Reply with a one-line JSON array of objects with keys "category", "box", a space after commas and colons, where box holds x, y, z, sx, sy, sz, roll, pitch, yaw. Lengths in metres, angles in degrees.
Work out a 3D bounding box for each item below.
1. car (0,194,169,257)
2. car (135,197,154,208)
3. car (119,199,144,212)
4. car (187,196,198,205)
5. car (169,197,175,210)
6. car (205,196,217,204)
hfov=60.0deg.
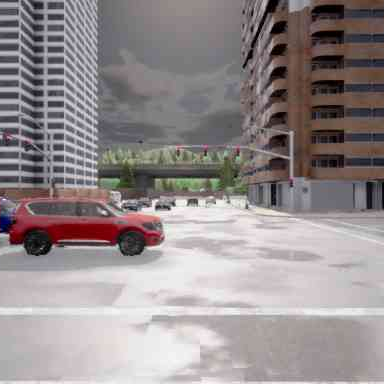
[{"category": "car", "box": [-3.835, 1.221, 12.530, 5.566, 2.045, 2.150, 0, 0, 0]}, {"category": "car", "box": [-7.078, 1.547, 49.773, 2.033, 1.411, 5.357, 0, 0, 0]}, {"category": "car", "box": [-7.091, 1.547, 39.420, 2.033, 1.411, 5.357, 0, 0, 0]}, {"category": "car", "box": [0.112, 1.505, 57.351, 1.837, 1.490, 4.892, 0, 0, 0]}, {"category": "car", "box": [-3.590, 1.547, 42.289, 2.033, 1.411, 5.357, 0, 0, 0]}, {"category": "car", "box": [3.514, 1.526, 63.150, 1.812, 1.442, 4.674, 0, 0, 0]}]
